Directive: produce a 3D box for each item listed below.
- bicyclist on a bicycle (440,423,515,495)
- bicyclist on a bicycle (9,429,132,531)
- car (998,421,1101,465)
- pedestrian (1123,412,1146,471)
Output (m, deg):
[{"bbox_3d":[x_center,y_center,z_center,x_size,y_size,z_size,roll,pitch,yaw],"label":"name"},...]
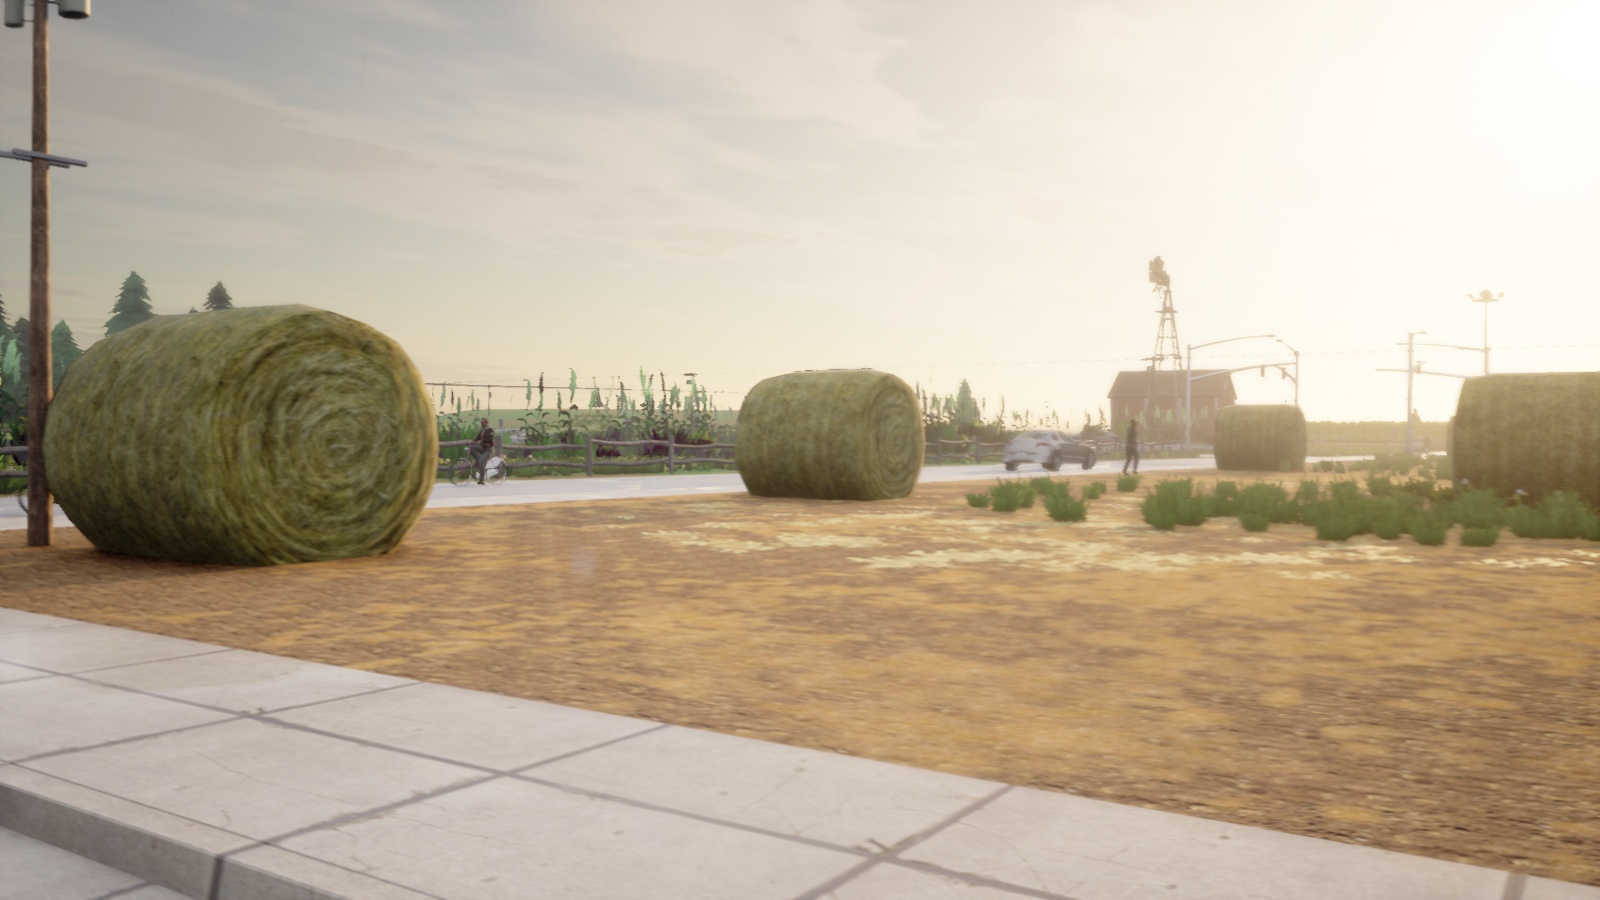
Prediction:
[{"bbox_3d":[-8.171,0.207,31.882,0.659,1.776,1.843,0,1,36],"label":"bicyclist on a bicycle"},{"bbox_3d":[-12.025,0.460,20.727,0.866,1.612,1.509,0,1,37],"label":"bicyclist on a bicycle"},{"bbox_3d":[10.148,-0.310,50.816,2.152,1.651,5.027,0,1,36],"label":"car"},{"bbox_3d":[10.534,-0.282,39.530,0.353,1.847,0.614,-1,1,-42],"label":"pedestrian"}]
